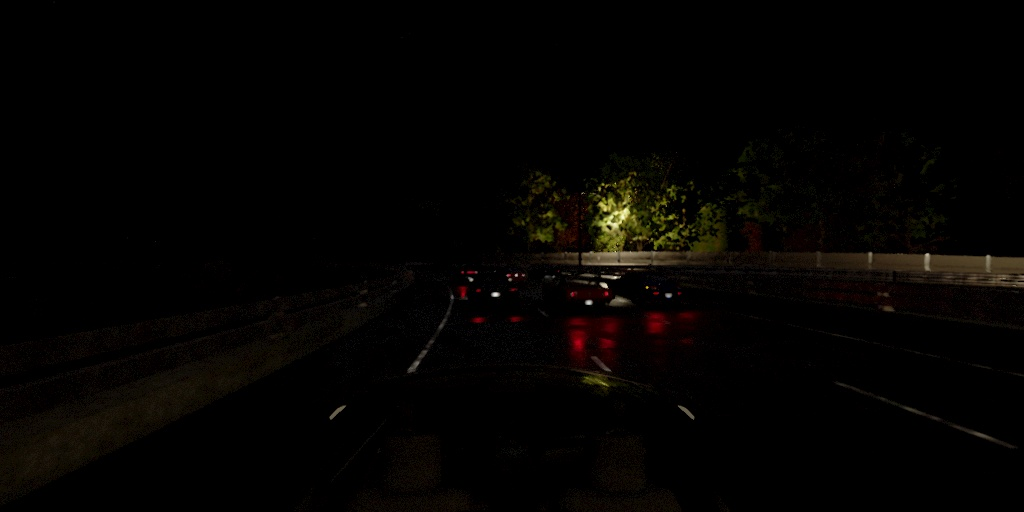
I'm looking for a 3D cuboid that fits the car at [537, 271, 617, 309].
[{"bbox_3d":[2.620,1.491,15.704,1.895,1.301,4.718,0,-1,-7],"label":"car"}]

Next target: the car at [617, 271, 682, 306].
[{"bbox_3d":[6.008,1.426,16.734,1.812,1.442,4.674,0,0,-8],"label":"car"}]

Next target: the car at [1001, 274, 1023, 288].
[{"bbox_3d":[44.738,1.857,30.031,4.553,1.767,2.097,3,0,22],"label":"car"}]

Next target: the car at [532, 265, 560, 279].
[{"bbox_3d":[2.799,1.548,32.245,2.128,1.511,4.902,0,0,-16],"label":"car"}]

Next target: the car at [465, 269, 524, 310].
[{"bbox_3d":[-0.892,1.453,15.546,1.994,1.385,4.181,0,0,-8],"label":"car"}]

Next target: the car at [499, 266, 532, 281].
[{"bbox_3d":[-0.315,1.585,30.419,2.033,1.411,5.357,0,-1,-15],"label":"car"}]

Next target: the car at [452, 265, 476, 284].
[{"bbox_3d":[-3.971,1.530,30.470,2.128,1.511,4.902,0,0,-16],"label":"car"}]
